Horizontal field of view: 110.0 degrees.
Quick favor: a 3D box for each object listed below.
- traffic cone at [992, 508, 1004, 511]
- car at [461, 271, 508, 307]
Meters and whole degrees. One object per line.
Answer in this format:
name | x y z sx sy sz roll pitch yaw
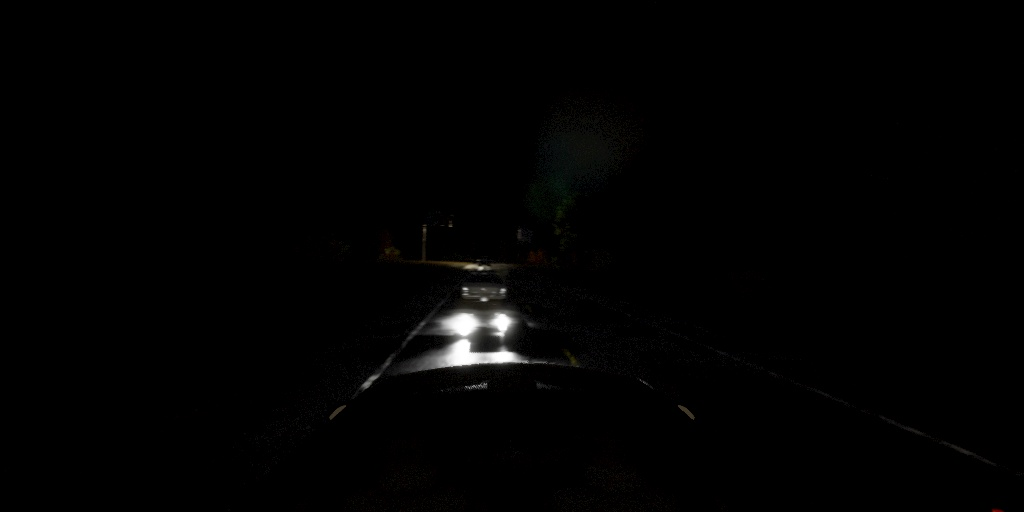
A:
traffic cone | 2.841 1.786 2.099 0.340 0.580 0.340 0 0 -4
car | -1.213 1.350 15.772 1.895 1.301 4.718 2 0 -4
